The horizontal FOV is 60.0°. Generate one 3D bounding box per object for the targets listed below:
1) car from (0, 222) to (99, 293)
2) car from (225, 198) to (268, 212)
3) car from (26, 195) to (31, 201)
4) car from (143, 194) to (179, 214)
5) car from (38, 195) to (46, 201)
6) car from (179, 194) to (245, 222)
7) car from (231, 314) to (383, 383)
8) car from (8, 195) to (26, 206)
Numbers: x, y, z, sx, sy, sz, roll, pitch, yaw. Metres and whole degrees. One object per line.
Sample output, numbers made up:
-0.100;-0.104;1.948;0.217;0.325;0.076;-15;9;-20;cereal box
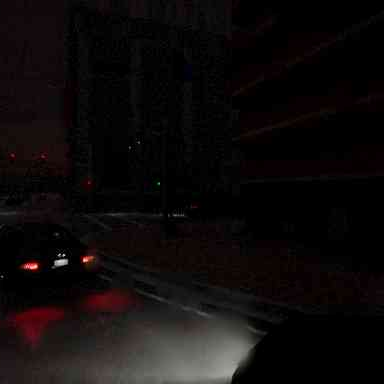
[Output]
-4.351;1.547;9.033;2.033;1.411;5.357;0;0;-39;car
6.624;1.560;40.289;4.892;1.490;1.837;0;0;-23;car
-40.176;1.525;80.618;2.128;1.511;4.902;0;0;-23;car
-2.527;1.277;36.489;5.566;2.045;2.150;0;0;-23;car
-37.089;1.540;82.302;2.033;1.411;5.357;0;0;-23;car
2.101;1.276;26.825;5.566;2.045;2.150;0;0;-23;car
2.873;1.547;2.017;5.357;1.411;2.033;0;0;35;car
-29.327;1.491;55.275;2.128;1.511;4.902;0;0;-23;car
